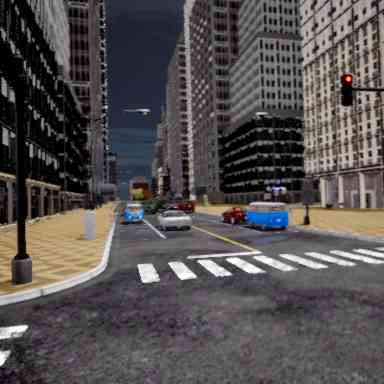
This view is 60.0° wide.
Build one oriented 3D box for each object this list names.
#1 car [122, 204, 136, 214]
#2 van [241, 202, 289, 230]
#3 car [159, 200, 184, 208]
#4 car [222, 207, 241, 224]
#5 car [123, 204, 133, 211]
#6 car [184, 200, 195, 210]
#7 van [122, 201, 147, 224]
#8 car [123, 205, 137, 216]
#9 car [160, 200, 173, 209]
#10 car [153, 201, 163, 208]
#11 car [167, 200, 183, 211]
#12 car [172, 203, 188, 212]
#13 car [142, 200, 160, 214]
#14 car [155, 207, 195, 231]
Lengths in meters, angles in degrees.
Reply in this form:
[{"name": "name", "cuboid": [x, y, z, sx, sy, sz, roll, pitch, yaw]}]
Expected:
[{"name": "car", "cuboid": [-10.185, 2.744, 53.590, 2.008, 1.369, 4.403, -1, -1, -12]}, {"name": "van", "cuboid": [5.099, 1.612, 22.905, 1.690, 1.788, 3.998, -1, -1, -12]}, {"name": "car", "cuboid": [-3.050, 2.391, 47.652, 2.128, 1.511, 4.902, -1, -1, -12]}, {"name": "car", "cuboid": [3.851, 1.938, 28.295, 1.887, 1.381, 4.507, -1, -1, -12]}, {"name": "car", "cuboid": [-12.514, 3.014, 64.419, 1.802, 1.307, 4.206, -1, -1, -12]}, {"name": "car", "cuboid": [-0.836, 2.189, 49.948, 2.192, 1.841, 5.009, -1, -1, -12]}, {"name": "van", "cuboid": [-5.530, 2.055, 31.938, 1.690, 1.788, 3.998, -1, -1, -12]}, {"name": "car", "cuboid": [-9.020, 2.640, 48.176, 1.947, 1.339, 4.313, -1, -1, -12]}, {"name": "car", "cuboid": [-5.495, 2.667, 71.605, 2.192, 1.841, 5.009, -1, -1, -12]}, {"name": "car", "cuboid": [-8.556, 3.118, 84.258, 1.882, 1.535, 5.008, -1, -1, -12]}, {"name": "car", "cuboid": [-3.166, 2.428, 60.777, 2.192, 1.841, 5.009, -1, -1, -12]}, {"name": "car", "cuboid": [-1.995, 2.539, 55.358, 1.887, 1.381, 4.507, -1, -1, -12]}, {"name": "car", "cuboid": [-6.539, 2.245, 49.256, 2.150, 2.045, 5.566, -1, -1, -12]}, {"name": "car", "cuboid": [-1.326, 2.081, 24.714, 1.895, 1.301, 4.718, -1, -1, -12]}]
